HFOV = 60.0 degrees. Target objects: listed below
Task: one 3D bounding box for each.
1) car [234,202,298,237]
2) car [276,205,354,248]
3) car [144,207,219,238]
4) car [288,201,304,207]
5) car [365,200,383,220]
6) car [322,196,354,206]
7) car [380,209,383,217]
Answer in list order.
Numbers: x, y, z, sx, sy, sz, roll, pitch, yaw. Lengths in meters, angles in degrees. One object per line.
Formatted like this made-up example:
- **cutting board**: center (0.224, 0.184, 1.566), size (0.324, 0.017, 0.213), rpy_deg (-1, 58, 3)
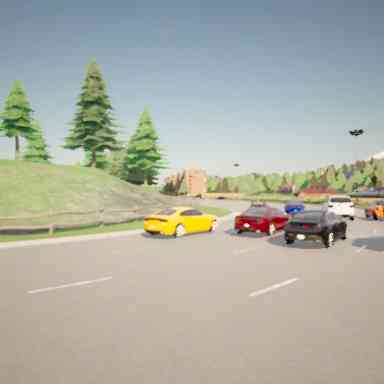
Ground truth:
- **car**: center (4.203, 1.567, 19.047), size (1.882, 1.535, 5.008), rpy_deg (0, 0, 35)
- **car**: center (5.821, 1.568, 15.311), size (1.837, 1.490, 4.892), rpy_deg (0, 0, 37)
- **car**: center (-0.438, 1.581, 18.556), size (1.882, 1.535, 5.008), rpy_deg (0, 0, 39)
- **car**: center (10.335, 1.623, 33.697), size (1.882, 1.535, 5.008), rpy_deg (0, 0, 13)
- **car**: center (16.477, 1.448, 28.844), size (2.097, 1.767, 4.553), rpy_deg (0, 0, 17)
- **car**: center (12.935, 1.338, 29.645), size (2.150, 2.045, 5.566), rpy_deg (0, 0, 17)
- **car**: center (9.378, 1.520, 13.887), size (1.882, 1.535, 5.008), rpy_deg (0, 0, 37)
